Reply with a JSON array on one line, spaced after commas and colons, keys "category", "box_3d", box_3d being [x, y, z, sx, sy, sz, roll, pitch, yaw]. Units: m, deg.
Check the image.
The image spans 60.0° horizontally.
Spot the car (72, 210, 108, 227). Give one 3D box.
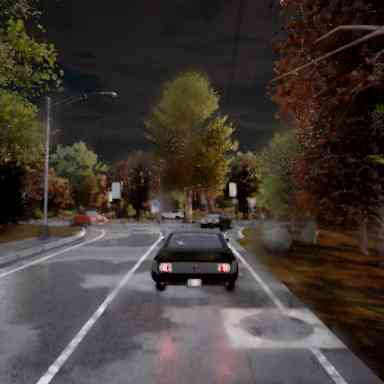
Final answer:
[{"category": "car", "box_3d": [-10.828, 2.739, 35.353, 2.097, 1.767, 4.553, 4, -5, -45]}]

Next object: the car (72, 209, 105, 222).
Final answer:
[{"category": "car", "box_3d": [-17.884, 4.104, 57.759, 2.150, 2.045, 5.566, -2, -5, 28]}]

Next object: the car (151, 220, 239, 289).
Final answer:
[{"category": "car", "box_3d": [0.100, 1.660, 9.213, 1.895, 1.301, 4.718, 0, -1, 1]}]

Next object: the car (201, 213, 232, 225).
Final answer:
[{"category": "car", "box_3d": [2.180, 2.523, 29.259, 2.033, 1.411, 5.357, -1, -4, 17]}]

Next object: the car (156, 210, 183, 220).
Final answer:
[{"category": "car", "box_3d": [-4.518, 4.613, 66.999, 5.566, 2.045, 2.150, 1, -4, -4]}]
